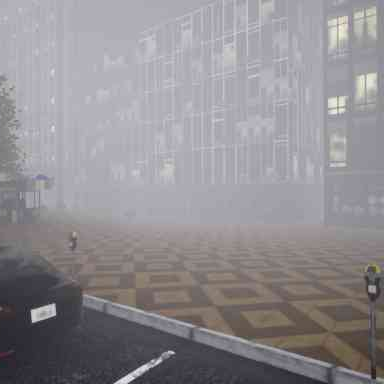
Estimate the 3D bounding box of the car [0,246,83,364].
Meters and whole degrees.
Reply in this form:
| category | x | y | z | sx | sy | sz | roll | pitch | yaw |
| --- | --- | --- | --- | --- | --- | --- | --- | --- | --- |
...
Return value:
| category | x | y | z | sx | sy | sz | roll | pitch | yaw |
| --- | --- | --- | --- | --- | --- | --- | --- | --- | --- |
| car | -3.568 | 1.566 | 5.417 | 4.313 | 1.339 | 1.947 | 0 | 0 | 35 |
